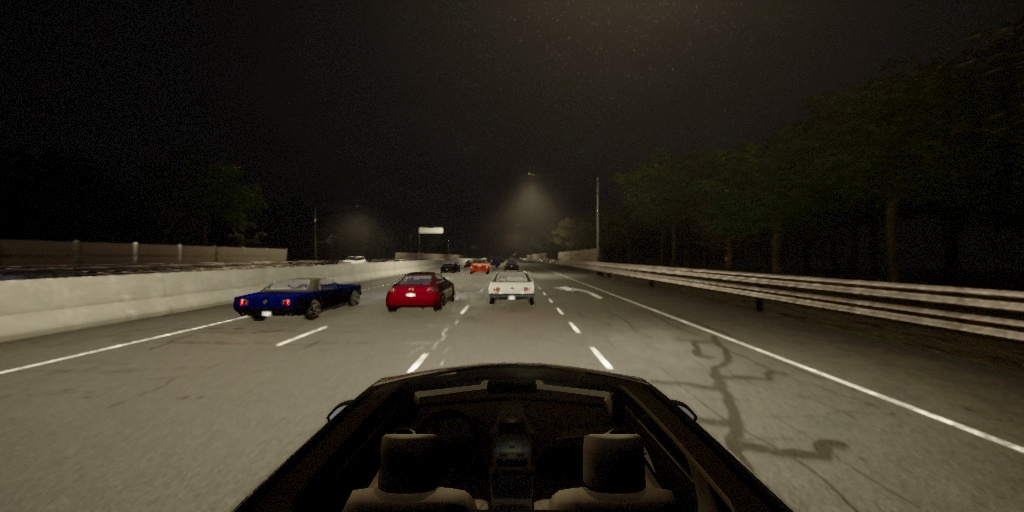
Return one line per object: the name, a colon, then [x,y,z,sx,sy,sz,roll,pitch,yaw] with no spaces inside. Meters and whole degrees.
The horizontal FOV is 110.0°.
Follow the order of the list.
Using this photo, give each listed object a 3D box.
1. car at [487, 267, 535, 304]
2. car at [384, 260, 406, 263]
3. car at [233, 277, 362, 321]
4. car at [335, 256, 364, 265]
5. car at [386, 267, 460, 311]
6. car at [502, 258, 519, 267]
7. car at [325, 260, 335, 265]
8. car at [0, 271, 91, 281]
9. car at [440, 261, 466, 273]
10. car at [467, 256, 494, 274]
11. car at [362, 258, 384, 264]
car: [-0.010,1.361,16.421,1.895,1.301,4.718,0,0,0]
car: [-17.597,1.316,55.702,2.128,1.511,4.902,0,0,0]
car: [-7.006,1.360,12.464,1.895,1.301,4.718,0,0,0]
car: [-24.582,1.045,55.608,2.150,2.045,5.566,0,0,0]
car: [-3.509,1.323,14.426,1.994,1.385,4.181,0,0,0]
car: [-0.055,1.372,51.385,1.994,1.385,4.181,0,0,0]
car: [-28.076,1.338,57.462,1.837,1.490,4.892,0,0,0]
car: [-17.608,1.310,13.171,2.033,1.411,5.357,0,0,0]
car: [-7.043,1.286,41.449,2.128,1.511,4.902,0,0,0]
car: [-3.544,1.145,41.364,2.097,1.767,4.553,0,0,0]
car: [-21.077,1.373,56.451,2.033,1.411,5.357,0,0,0]
